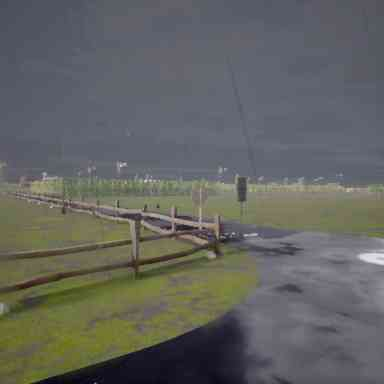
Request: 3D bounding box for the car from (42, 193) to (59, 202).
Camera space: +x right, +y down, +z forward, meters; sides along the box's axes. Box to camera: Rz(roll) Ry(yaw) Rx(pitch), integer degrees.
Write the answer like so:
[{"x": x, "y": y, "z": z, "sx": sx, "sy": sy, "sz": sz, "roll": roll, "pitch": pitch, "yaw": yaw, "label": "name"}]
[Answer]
[{"x": -20.613, "y": 0.831, "z": 48.757, "sx": 1.895, "sy": 1.301, "sz": 4.718, "roll": 1, "pitch": 1, "yaw": -34, "label": "car"}]
